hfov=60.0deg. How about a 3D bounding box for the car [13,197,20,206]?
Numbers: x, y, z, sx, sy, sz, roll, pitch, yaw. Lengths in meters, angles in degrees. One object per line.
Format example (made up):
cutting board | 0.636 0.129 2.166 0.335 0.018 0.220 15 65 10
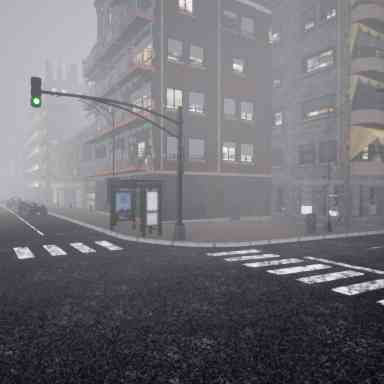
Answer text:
car | -16.911 1.541 34.294 1.887 1.381 4.507 0 0 -32

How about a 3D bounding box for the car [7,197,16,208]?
car | -25.847 1.435 48.658 1.967 1.590 4.097 0 0 -32

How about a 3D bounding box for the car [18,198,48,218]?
car | -13.933 1.547 29.507 2.008 1.369 4.403 0 0 -32
